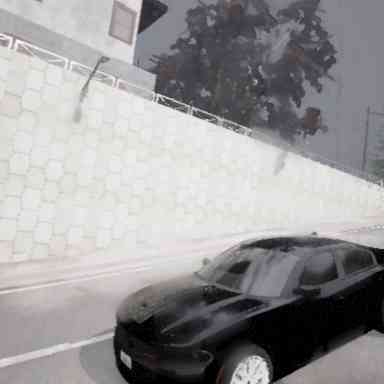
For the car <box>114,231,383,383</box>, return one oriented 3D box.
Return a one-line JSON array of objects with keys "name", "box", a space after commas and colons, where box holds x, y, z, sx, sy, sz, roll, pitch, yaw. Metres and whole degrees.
[{"name": "car", "box": [1.336, 1.428, 4.940, 5.008, 1.535, 1.882, -2, 1, -35]}]
